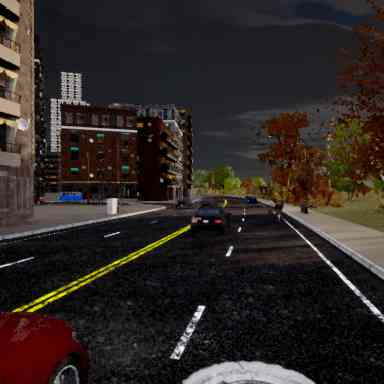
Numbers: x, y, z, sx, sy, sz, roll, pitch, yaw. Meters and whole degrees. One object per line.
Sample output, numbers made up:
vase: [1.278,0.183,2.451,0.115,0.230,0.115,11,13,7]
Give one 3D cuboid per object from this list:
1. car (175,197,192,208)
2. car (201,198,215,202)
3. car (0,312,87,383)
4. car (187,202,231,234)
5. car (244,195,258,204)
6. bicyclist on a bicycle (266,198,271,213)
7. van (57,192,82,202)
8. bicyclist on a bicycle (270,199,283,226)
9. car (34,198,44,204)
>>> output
car: [-1.067,1.335,45.370,2.033,1.411,5.357,0,0,6]
car: [2.119,1.534,44.656,2.033,1.411,5.357,0,0,9]
car: [-2.398,1.526,1.771,1.812,1.442,4.674,0,0,12]
car: [1.175,1.544,19.318,2.033,1.411,5.357,0,0,11]
car: [11.121,1.532,61.722,1.994,1.385,4.181,0,0,7]
bicyclist on a bicycle: [7.664,1.425,32.460,0.866,1.612,1.509,0,0,9]
van: [-20.780,0.889,56.959,3.998,1.788,1.690,1,-1,-21]
bicyclist on a bicycle: [5.912,1.365,22.686,0.659,1.776,1.843,0,0,10]
car: [-23.195,1.112,47.091,4.206,1.307,1.802,1,-1,-21]
